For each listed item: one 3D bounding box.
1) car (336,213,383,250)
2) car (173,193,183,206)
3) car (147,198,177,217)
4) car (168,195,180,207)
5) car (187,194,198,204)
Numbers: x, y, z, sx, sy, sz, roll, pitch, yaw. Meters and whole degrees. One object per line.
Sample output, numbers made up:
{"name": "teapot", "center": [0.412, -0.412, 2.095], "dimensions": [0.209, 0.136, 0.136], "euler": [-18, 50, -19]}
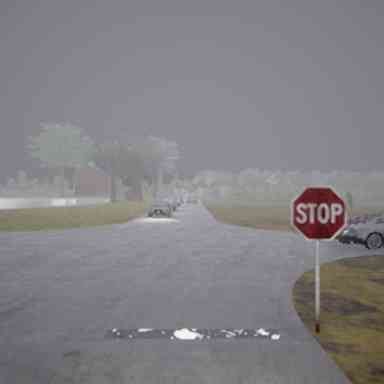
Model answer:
{"name": "car", "center": [8.256, 1.583, 13.886], "dimensions": [4.181, 1.385, 1.994], "euler": [0, -1, -8]}
{"name": "car", "center": [-2.808, 1.293, 49.675], "dimensions": [2.097, 1.767, 4.553], "euler": [0, 0, 0]}
{"name": "car", "center": [-2.821, 1.535, 30.385], "dimensions": [1.994, 1.385, 4.181], "euler": [0, 0, 2]}
{"name": "car", "center": [-2.818, 1.436, 39.101], "dimensions": [1.882, 1.535, 5.008], "euler": [0, 0, 0]}
{"name": "car", "center": [0.022, 1.483, 61.754], "dimensions": [1.994, 1.385, 4.181], "euler": [0, 0, 0]}
